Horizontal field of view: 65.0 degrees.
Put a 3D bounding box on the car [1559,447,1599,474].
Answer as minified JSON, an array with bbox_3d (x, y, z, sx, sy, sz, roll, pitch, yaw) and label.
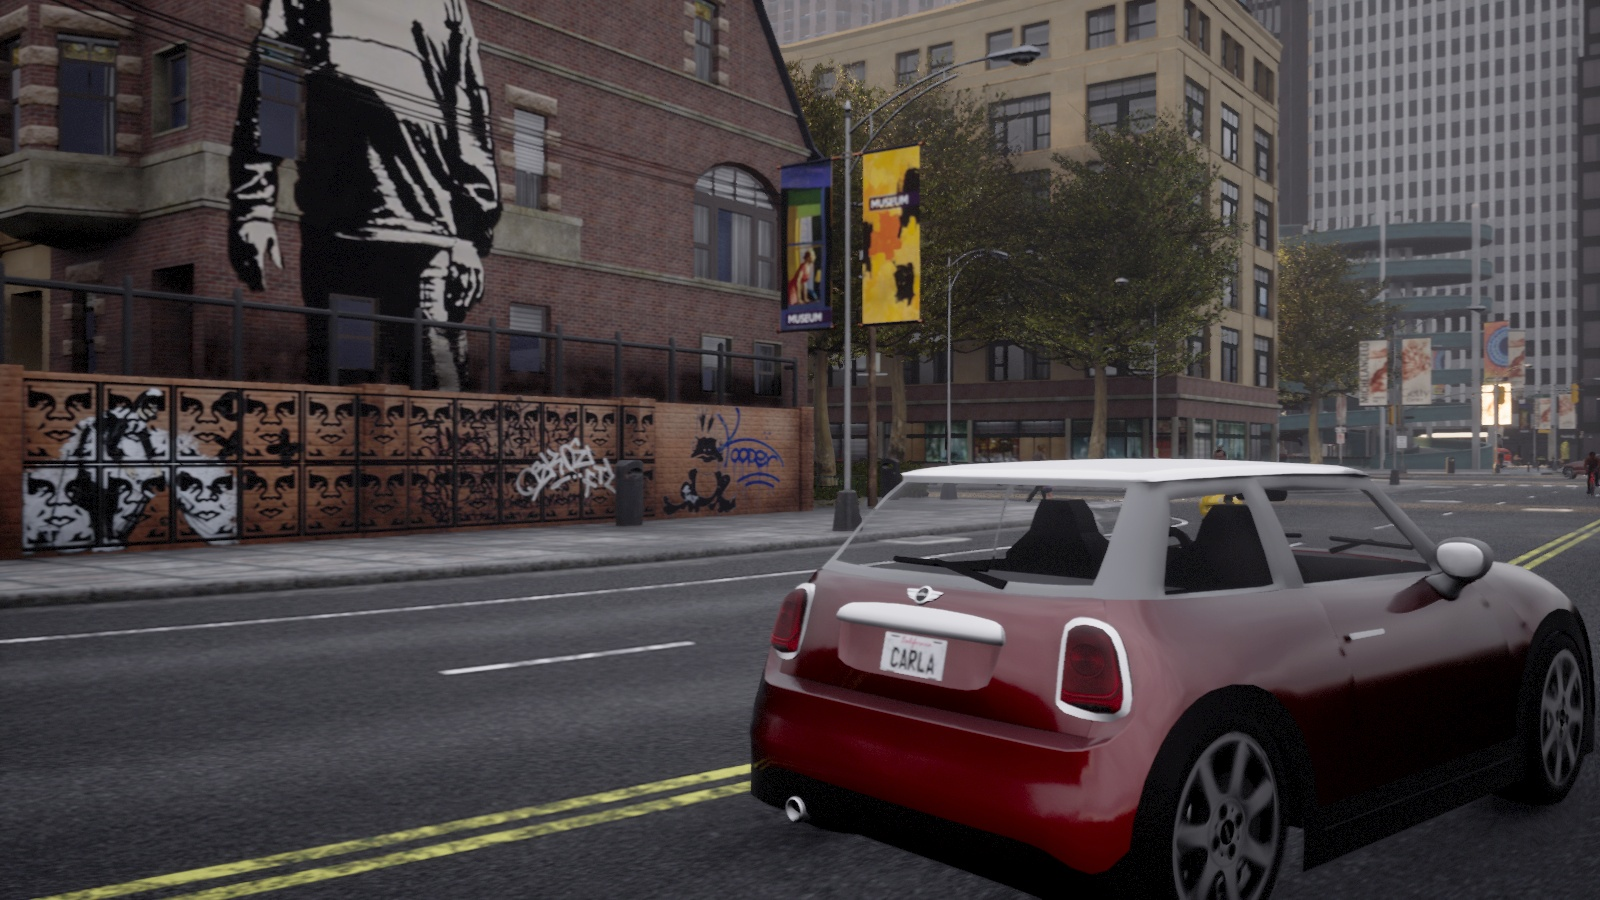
[{"bbox_3d":[49.033,0.638,76.338,2.152,1.651,5.027,0,0,-9],"label":"car"}]

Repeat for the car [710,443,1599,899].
[{"bbox_3d":[1.746,0.723,5.276,3.806,1.475,1.970,0,0,-40],"label":"car"}]

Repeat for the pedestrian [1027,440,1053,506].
[{"bbox_3d":[6.730,0.646,35.229,0.634,1.846,0.331,0,0,-23],"label":"pedestrian"}]
